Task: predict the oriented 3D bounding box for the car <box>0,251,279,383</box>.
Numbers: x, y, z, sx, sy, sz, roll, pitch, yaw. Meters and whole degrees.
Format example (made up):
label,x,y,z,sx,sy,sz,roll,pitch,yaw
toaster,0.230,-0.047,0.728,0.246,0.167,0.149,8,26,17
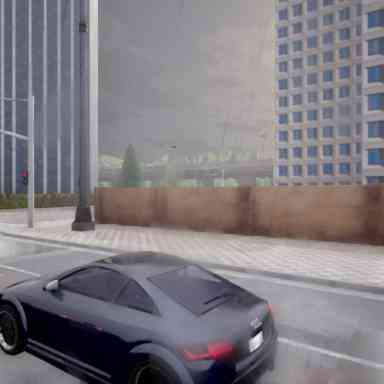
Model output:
label,x,y,z,sx,sy,sz,roll,pitch,yaw
car,-0.965,1.567,4.690,4.181,1.385,1.994,0,0,35
